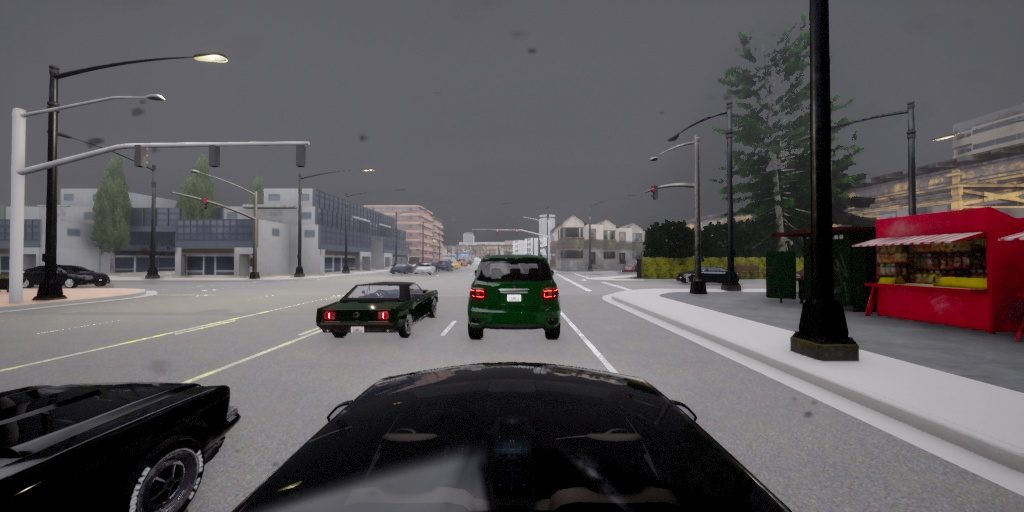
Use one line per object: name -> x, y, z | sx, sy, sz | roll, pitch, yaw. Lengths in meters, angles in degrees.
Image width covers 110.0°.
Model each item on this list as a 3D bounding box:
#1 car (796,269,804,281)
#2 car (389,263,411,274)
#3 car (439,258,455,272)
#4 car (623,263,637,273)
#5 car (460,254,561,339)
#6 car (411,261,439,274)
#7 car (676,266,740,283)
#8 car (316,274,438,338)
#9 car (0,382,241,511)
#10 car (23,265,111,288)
car -> 23.242, 1.409, 27.045 | 4.674, 1.442, 1.812 | 0, -1, 1
car -> -14.140, 1.652, 46.364 | 2.033, 1.411, 5.357 | 0, -1, 0
car -> -10.624, 1.523, 55.435 | 2.097, 1.767, 4.553 | 0, 0, 0
car -> 18.458, 1.817, 54.137 | 1.994, 1.385, 4.181 | -1, -1, 45
car -> 0.059, 0.986, 10.224 | 2.150, 2.045, 5.566 | 0, 0, 0
car -> -10.623, 1.615, 44.147 | 1.812, 1.442, 4.674 | 0, 0, -1
car -> 14.745, 1.448, 27.112 | 4.181, 1.385, 1.994 | 0, -1, 0
car -> -3.438, 1.368, 10.240 | 1.895, 1.301, 4.718 | 0, 0, 0
car -> -3.402, 1.351, 1.100 | 1.895, 1.301, 4.718 | 0, 0, 0
car -> -29.644, 1.344, 23.742 | 4.892, 1.490, 1.837 | 0, -1, 1
